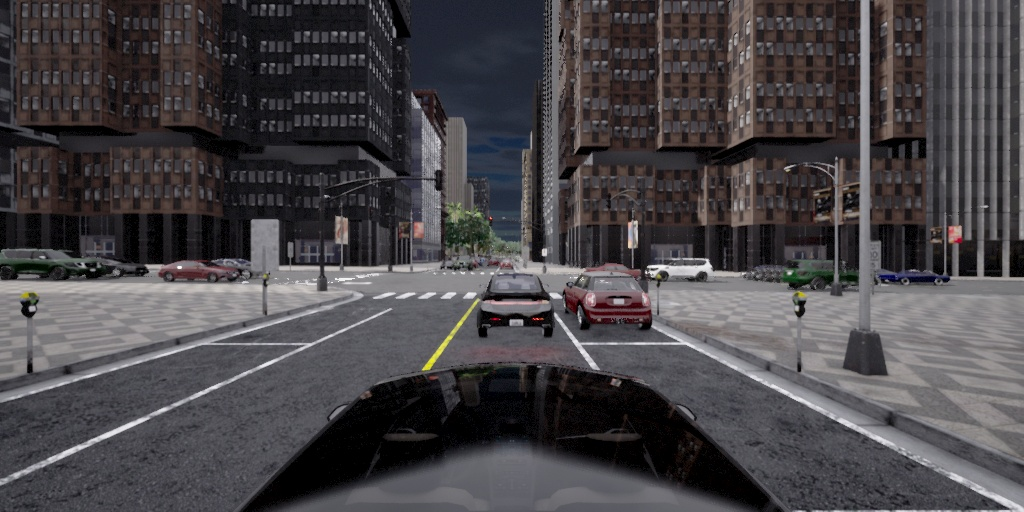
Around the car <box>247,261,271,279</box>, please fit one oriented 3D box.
[{"bbox_3d":[-21.210,0.963,27.488,4.902,1.511,2.128,1,0,0],"label":"car"}]

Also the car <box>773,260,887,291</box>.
[{"bbox_3d":[21.716,1.312,24.639,5.566,2.045,2.150,1,0,-1],"label":"car"}]

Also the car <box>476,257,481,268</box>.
[{"bbox_3d":[-6.694,1.232,59.304,1.882,1.535,5.008,0,0,0],"label":"car"}]

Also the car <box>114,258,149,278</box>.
[{"bbox_3d":[-30.741,0.841,27.388,4.892,1.490,1.837,1,0,-1],"label":"car"}]

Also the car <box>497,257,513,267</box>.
[{"bbox_3d":[-0.782,1.181,52.497,1.967,1.591,4.097,0,0,-1],"label":"car"}]

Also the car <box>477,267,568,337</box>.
[{"bbox_3d":[0.073,1.239,10.230,2.128,1.511,4.902,0,0,-1],"label":"car"}]

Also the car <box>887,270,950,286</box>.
[{"bbox_3d":[35.059,1.874,31.437,4.718,1.301,1.895,1,0,0],"label":"car"}]

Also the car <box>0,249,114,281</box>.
[{"bbox_3d":[-31.001,0.560,24.129,5.566,2.045,2.150,1,0,-1],"label":"car"}]

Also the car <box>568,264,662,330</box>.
[{"bbox_3d":[2.730,1.187,11.117,1.967,1.591,4.097,0,0,0],"label":"car"}]

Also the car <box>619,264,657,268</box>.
[{"bbox_3d":[8.105,1.365,27.747,5.008,1.535,1.882,1,0,-1],"label":"car"}]

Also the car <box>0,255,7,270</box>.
[{"bbox_3d":[-51.930,0.562,33.883,5.357,1.411,2.033,1,0,-1],"label":"car"}]

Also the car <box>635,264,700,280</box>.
[{"bbox_3d":[14.892,1.523,34.501,5.357,1.411,2.033,1,0,1],"label":"car"}]

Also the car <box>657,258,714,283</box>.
[{"bbox_3d":[14.495,1.196,31.236,5.566,2.045,2.150,1,0,1],"label":"car"}]

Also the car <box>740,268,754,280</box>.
[{"bbox_3d":[24.691,1.609,34.600,4.902,1.511,2.128,1,0,-1],"label":"car"}]

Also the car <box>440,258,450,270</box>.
[{"bbox_3d":[-9.306,1.307,52.415,1.948,1.339,4.313,0,0,-1],"label":"car"}]

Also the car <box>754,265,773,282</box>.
[{"bbox_3d":[24.735,1.670,31.349,5.357,1.411,2.033,1,0,0],"label":"car"}]

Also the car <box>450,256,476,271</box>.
[{"bbox_3d":[-6.609,0.958,49.314,2.150,2.045,5.566,0,0,-1],"label":"car"}]

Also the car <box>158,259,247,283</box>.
[{"bbox_3d":[-21.097,1.004,24.228,4.674,1.442,1.812,1,0,0],"label":"car"}]
